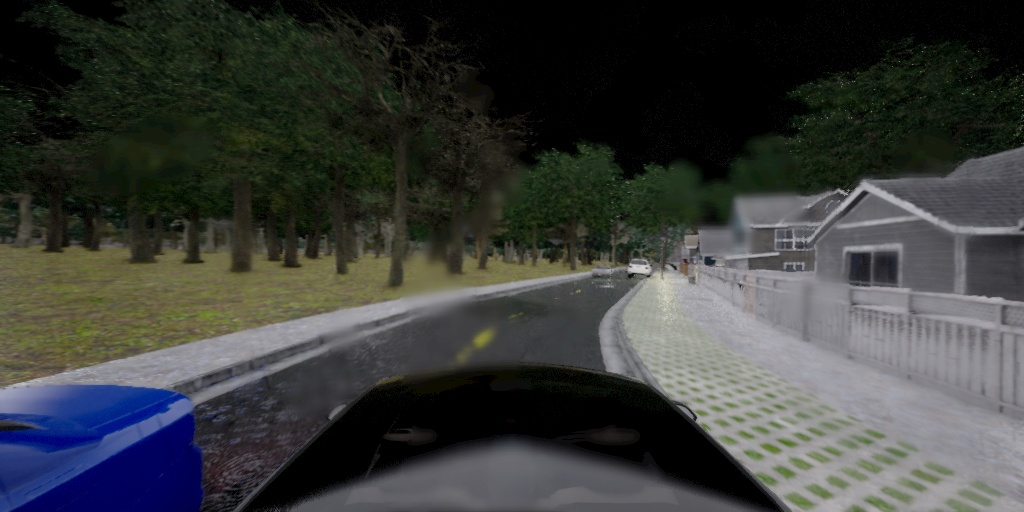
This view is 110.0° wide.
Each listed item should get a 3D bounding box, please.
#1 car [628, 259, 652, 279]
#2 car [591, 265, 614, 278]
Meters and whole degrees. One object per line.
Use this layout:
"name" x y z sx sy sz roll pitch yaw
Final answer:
"car" 14.110 1.414 39.513 2.150 2.045 5.566 4 0 23
"car" 10.077 1.673 39.767 1.895 1.301 4.718 1 0 23
